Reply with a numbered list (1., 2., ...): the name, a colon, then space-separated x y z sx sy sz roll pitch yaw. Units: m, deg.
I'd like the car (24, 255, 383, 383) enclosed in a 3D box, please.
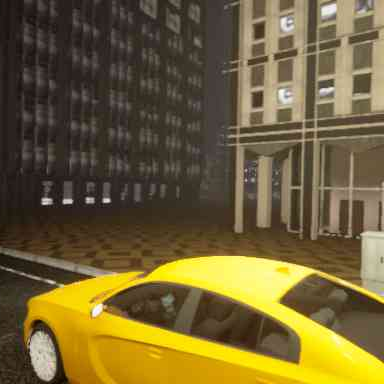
1. car: 0.163 1.456 3.569 5.008 1.535 1.882 0 0 36
